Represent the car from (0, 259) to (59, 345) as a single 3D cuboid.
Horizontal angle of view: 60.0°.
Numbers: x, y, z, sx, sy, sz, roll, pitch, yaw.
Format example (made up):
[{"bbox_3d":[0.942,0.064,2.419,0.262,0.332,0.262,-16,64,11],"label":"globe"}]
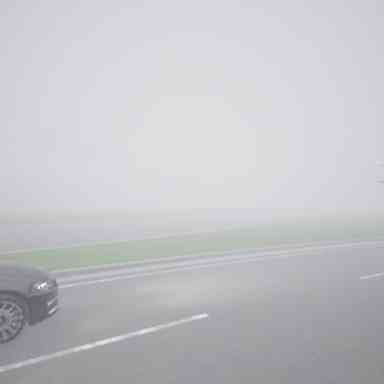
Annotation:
[{"bbox_3d":[-4.550,1.502,4.792,4.902,1.511,2.128,1,-1,-35],"label":"car"}]
